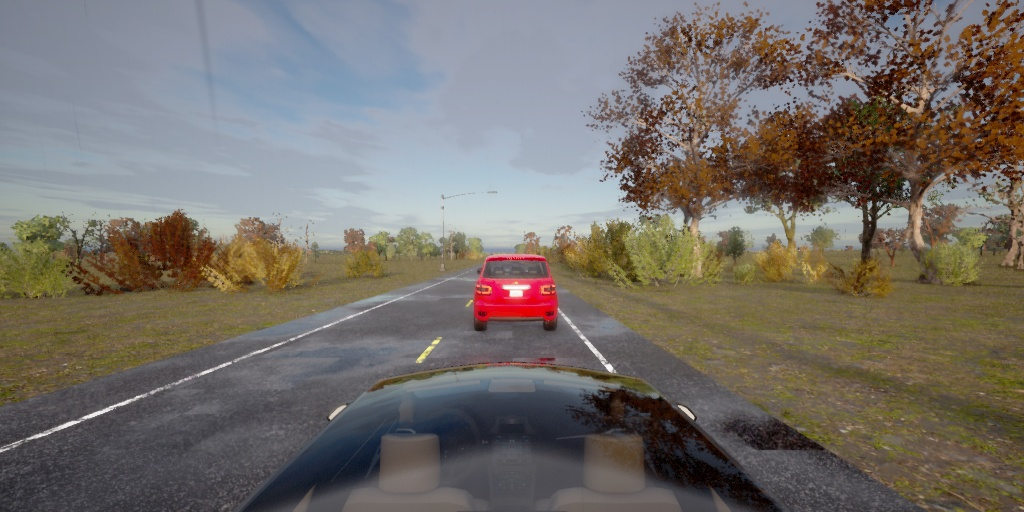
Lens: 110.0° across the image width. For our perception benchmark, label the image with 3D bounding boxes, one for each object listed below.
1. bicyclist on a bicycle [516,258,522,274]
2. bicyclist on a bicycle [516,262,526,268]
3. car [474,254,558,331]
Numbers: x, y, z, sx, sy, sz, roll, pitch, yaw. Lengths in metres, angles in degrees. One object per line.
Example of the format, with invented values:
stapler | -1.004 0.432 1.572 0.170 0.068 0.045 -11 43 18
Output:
bicyclist on a bicycle | 0.772 1.106 40.266 0.659 1.776 1.843 0 0 0
bicyclist on a bicycle | 0.851 1.110 30.253 0.659 1.776 1.843 0 0 0
car | 0.075 0.968 11.074 2.150 2.045 5.566 0 0 -1
